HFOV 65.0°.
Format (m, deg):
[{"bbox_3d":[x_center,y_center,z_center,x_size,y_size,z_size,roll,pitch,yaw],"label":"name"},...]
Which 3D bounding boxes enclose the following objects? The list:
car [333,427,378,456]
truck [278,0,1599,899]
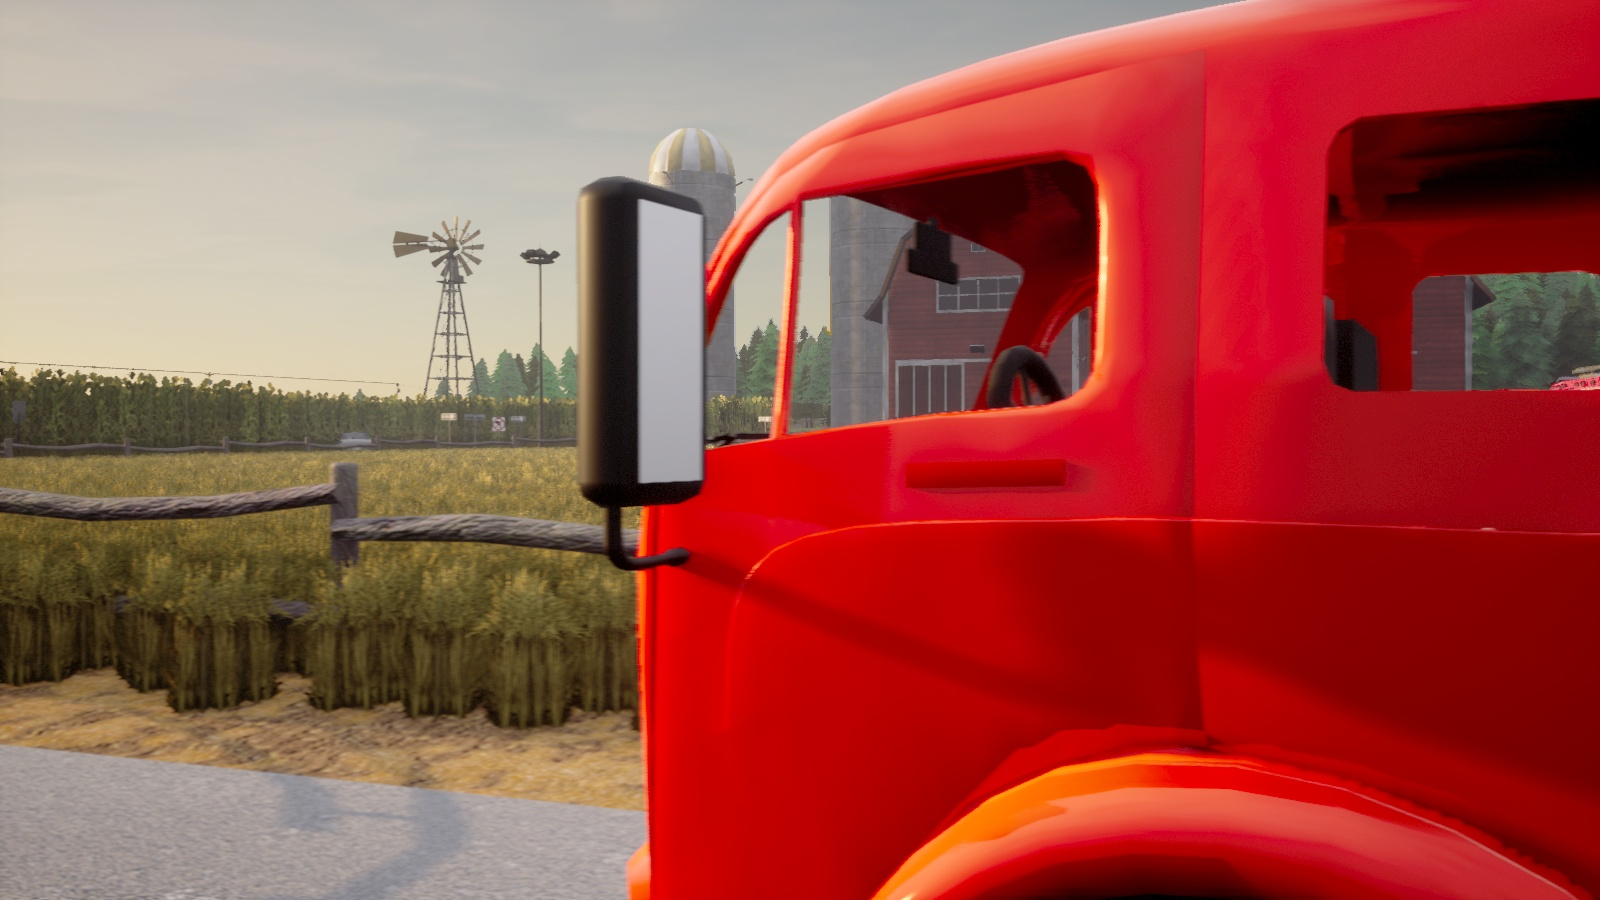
[{"bbox_3d":[-24.085,-0.468,67.923,2.128,1.511,4.902,0,1,-22],"label":"car"},{"bbox_3d":[2.192,0.323,1.614,5.204,2.467,2.627,1,1,29],"label":"truck"}]
